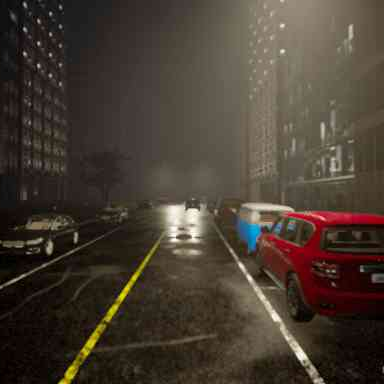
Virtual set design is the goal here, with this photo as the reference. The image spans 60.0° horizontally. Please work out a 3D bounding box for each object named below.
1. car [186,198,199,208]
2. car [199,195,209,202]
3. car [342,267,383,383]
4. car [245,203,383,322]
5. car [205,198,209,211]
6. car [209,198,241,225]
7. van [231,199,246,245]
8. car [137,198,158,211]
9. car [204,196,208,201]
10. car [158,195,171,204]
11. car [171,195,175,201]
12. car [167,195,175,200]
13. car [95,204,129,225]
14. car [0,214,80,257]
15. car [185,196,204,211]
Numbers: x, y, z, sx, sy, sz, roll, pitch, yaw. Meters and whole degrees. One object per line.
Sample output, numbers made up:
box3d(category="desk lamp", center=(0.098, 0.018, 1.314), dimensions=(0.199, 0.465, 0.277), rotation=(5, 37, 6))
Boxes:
box3d(category="car", center=(0.092, 1.576, 50.108), dimensions=(1.895, 1.301, 4.718), rotation=(0, 0, 0))
box3d(category="car", center=(2.687, 1.505, 74.834), dimensions=(2.008, 1.369, 4.403), rotation=(1, 0, 0))
box3d(category="car", center=(2.697, 1.550, 1.496), dimensions=(2.008, 1.369, 4.403), rotation=(1, 0, 0))
box3d(category="car", center=(2.699, 1.313, 7.137), dimensions=(2.192, 1.841, 5.009), rotation=(1, 0, 0))
box3d(category="car", center=(2.692, 1.566, 35.344), dimensions=(1.802, 1.307, 4.206), rotation=(1, 0, 0))
box3d(category="car", center=(2.697, 1.305, 24.061), dimensions=(2.192, 1.841, 5.009), rotation=(1, 0, 0))
box3d(category="van", center=(2.698, 1.336, 12.779), dimensions=(1.690, 1.788, 3.998), rotation=(1, 0, 0))
box3d(category="car", center=(-5.689, 1.531, 40.966), dimensions=(2.008, 1.369, 4.403), rotation=(1, 0, 0))
box3d(category="car", center=(2.692, 1.506, 41.155), dimensions=(1.752, 1.417, 4.829), rotation=(1, 0, 0))
box3d(category="car", center=(-5.691, 1.509, 63.536), dimensions=(1.887, 1.381, 4.507), rotation=(1, 0, 0))
box3d(category="car", center=(-5.695, 1.470, 85.938), dimensions=(1.752, 1.417, 4.829), rotation=(1, 0, 0))
box3d(category="car", center=(-5.695, 1.483, 91.751), dimensions=(1.887, 1.381, 4.507), rotation=(1, 0, 0))
box3d(category="car", center=(-5.686, 1.540, 24.037), dimensions=(2.008, 1.369, 4.403), rotation=(1, 0, 0))
box3d(category="car", center=(-5.684, 1.545, 12.752), dimensions=(2.008, 1.369, 4.403), rotation=(1, 0, 0))
box3d(category="car", center=(0.098, 1.529, 39.729), dimensions=(2.033, 1.411, 5.357), rotation=(0, 0, 0))
